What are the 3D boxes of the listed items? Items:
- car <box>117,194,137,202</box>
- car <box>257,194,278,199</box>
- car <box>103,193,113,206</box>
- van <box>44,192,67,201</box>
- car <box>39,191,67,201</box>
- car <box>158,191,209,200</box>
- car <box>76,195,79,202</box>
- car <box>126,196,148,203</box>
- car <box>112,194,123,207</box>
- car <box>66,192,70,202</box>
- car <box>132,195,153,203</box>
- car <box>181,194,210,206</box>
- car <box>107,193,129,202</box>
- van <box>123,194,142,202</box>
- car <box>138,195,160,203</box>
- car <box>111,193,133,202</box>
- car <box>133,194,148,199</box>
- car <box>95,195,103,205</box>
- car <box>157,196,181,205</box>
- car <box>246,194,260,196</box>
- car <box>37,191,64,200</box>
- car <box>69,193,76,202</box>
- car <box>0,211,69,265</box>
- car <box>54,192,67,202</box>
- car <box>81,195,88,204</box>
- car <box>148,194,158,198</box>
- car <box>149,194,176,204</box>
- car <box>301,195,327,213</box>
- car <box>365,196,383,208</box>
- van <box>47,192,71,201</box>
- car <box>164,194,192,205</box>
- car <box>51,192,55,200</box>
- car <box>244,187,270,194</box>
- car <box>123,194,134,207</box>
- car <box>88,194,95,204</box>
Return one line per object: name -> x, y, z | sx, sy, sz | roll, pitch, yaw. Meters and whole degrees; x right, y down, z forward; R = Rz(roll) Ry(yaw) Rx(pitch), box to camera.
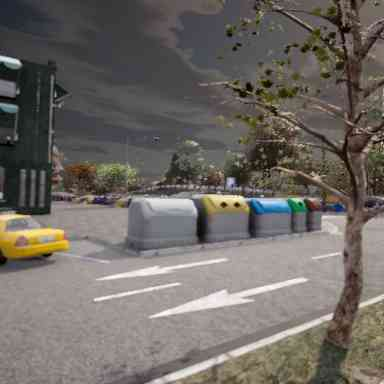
car -> -16.486, 1.613, 84.559 | 2.185, 1.767, 4.553 | 1, -2, 35
car -> 11.046, 1.600, 44.791 | 2.185, 1.767, 4.553 | 1, -2, 35
car -> -8.663, 1.181, 43.518 | 2.231, 1.521, 4.892 | 0, -1, 35
van -> -30.662, 0.959, 75.026 | 1.878, 1.987, 4.442 | 1, -1, 35
car -> -32.274, 0.936, 77.580 | 2.435, 2.045, 5.566 | 0, -1, 35
car -> -0.234, 0.925, 31.347 | 2.435, 2.045, 5.566 | 1, -1, 35
car -> -15.416, 1.183, 53.249 | 2.097, 1.535, 5.008 | 1, -1, 35
car -> -13.062, 1.738, 79.570 | 2.231, 1.521, 4.892 | 1, -2, 35
car -> -6.878, 1.180, 41.247 | 1.946, 1.575, 5.366 | 0, -1, 35
car -> -18.779, 1.215, 58.134 | 2.163, 1.488, 4.792 | 0, -1, 35
car -> -11.372, 1.609, 77.067 | 2.185, 1.767, 4.553 | 1, -2, 35
car -> 0.747, 1.482, 59.738 | 2.435, 2.045, 5.566 | 1, -2, 35
car -> -19.947, 1.486, 89.531 | 2.435, 2.045, 5.566 | 1, -2, 35
van -> -14.720, 1.516, 82.153 | 1.878, 1.987, 4.442 | 1, -2, 35
car -> -9.638, 1.609, 74.583 | 2.185, 1.767, 4.553 | 1, -2, 35
car -> -18.236, 1.484, 86.994 | 2.435, 2.045, 5.566 | 1, -2, 35
car -> -3.608, 1.179, 36.228 | 2.231, 1.521, 4.892 | 0, -1, 35
car -> -10.364, 1.210, 45.927 | 2.163, 1.488, 4.792 | 1, -1, 35
car -> -4.556, 1.723, 67.001 | 1.946, 1.575, 5.366 | 1, -2, 35
car -> 9.363, 1.604, 47.321 | 2.185, 1.767, 4.553 | 1, -2, 35
car -> -33.960, 0.936, 80.012 | 2.435, 2.045, 5.566 | 0, -1, 35
car -> -17.200, 1.178, 55.522 | 1.946, 1.575, 5.366 | 1, -1, 35
car -> -6.490, 1.448, 11.489 | 5.366, 1.575, 1.946 | -1, 0, 35
car -> -23.868, 1.060, 65.376 | 2.185, 1.767, 4.553 | 0, -1, 35
car -> -13.826, 1.176, 50.660 | 1.946, 1.575, 5.366 | 1, -1, 35
car -> -1.917, 1.217, 33.801 | 2.002, 1.452, 4.674 | 1, -1, 35
car -> -6.150, 1.485, 69.669 | 2.435, 2.045, 5.566 | 1, -2, 35
car -> 14.525, 1.475, 39.880 | 2.435, 2.045, 5.566 | 1, -2, 35
car -> 21.980, 1.298, 41.066 | 1.837, 1.490, 4.892 | 2, 2, -34
van -> -28.975, 0.959, 72.595 | 1.878, 1.987, 4.442 | 1, -1, 35
car -> -2.742, 1.480, 64.654 | 2.435, 2.045, 5.566 | 1, -2, 35
car -> -25.542, 1.188, 67.835 | 2.231, 1.521, 4.892 | 1, -1, 35
car -> 11.110, -0.036, 56.954 | 1.837, 1.490, 4.892 | 2, 3, -34
car -> -5.309, 1.053, 38.639 | 2.185, 1.767, 4.553 | 0, -1, 35
car -> -12.033, 1.182, 48.380 | 2.097, 1.535, 5.008 | 0, -1, 35
